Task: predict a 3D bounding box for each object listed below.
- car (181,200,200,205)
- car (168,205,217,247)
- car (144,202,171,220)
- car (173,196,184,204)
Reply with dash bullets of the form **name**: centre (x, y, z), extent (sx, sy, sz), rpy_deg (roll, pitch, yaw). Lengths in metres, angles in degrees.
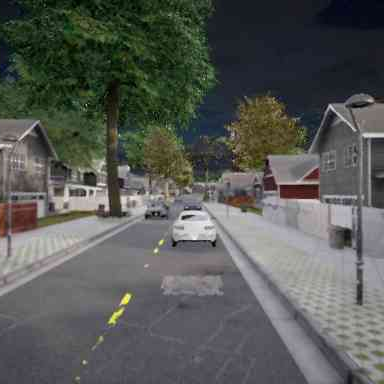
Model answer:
- **car**: centre (0.081, 1.643, 36.661), extent (1.895, 1.301, 4.718), rpy_deg (0, 0, 0)
- **car**: centre (0.094, 1.536, 15.070), extent (1.812, 1.442, 4.674), rpy_deg (0, 0, 0)
- **car**: centre (-2.849, 1.592, 28.402), extent (1.994, 1.385, 4.181), rpy_deg (0, 0, 0)
- **car**: centre (-2.758, 1.615, 68.808), extent (1.837, 1.490, 4.892), rpy_deg (0, 0, 0)
